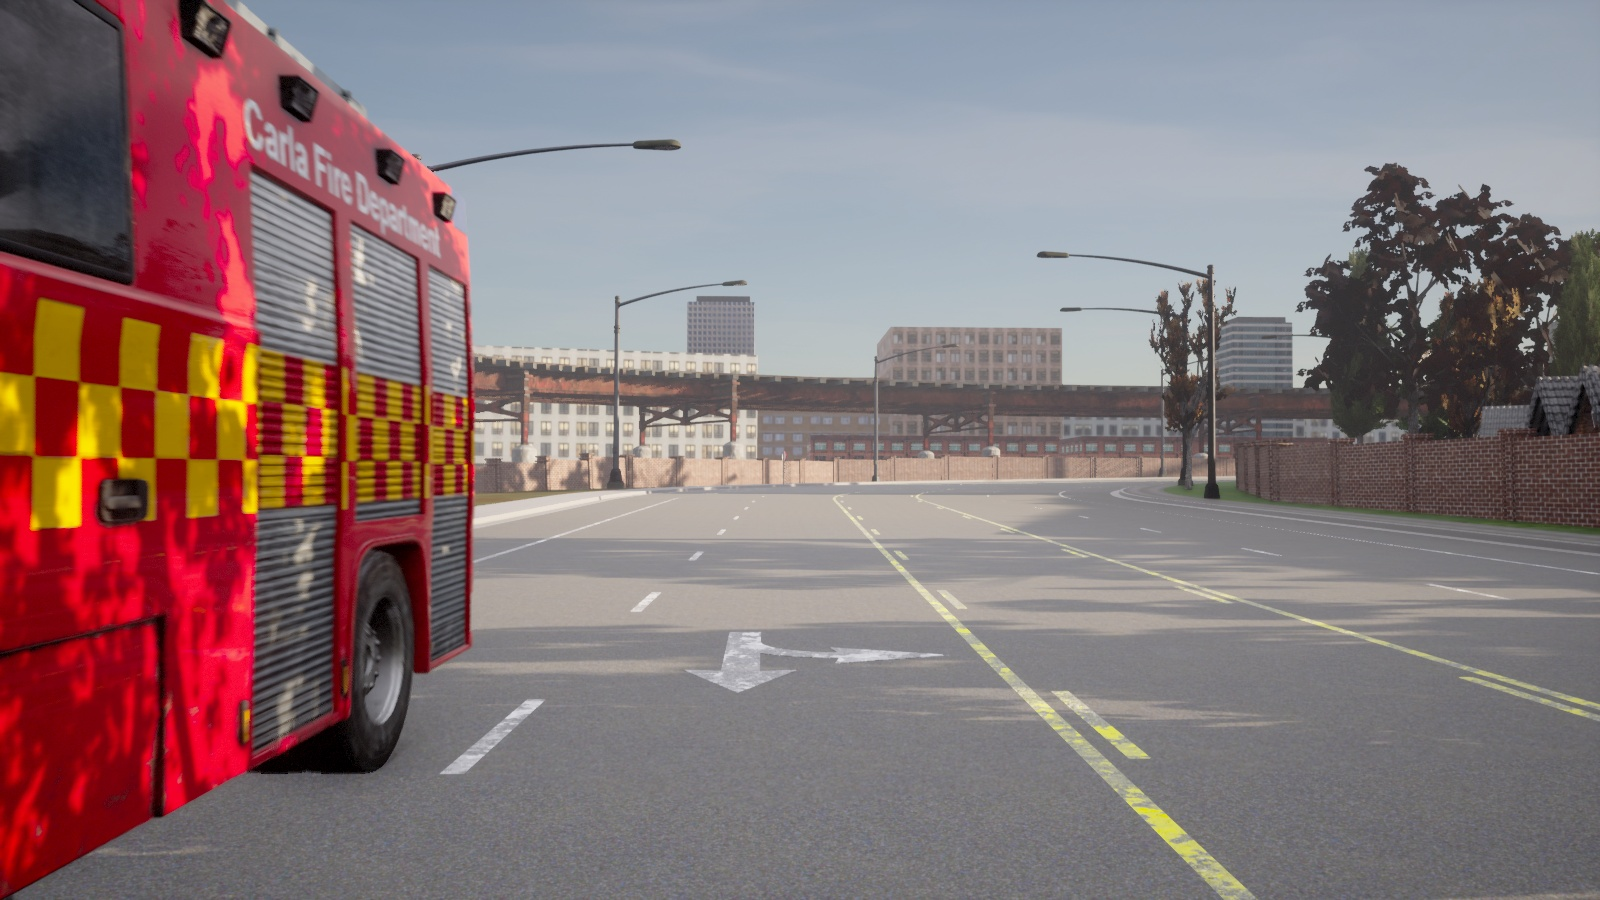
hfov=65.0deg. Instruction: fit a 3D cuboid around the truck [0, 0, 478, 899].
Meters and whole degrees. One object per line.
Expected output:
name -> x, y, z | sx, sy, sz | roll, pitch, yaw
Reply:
truck -> -3.513, -0.270, 3.873 | 2.891, 3.827, 8.468 | 0, -1, 0
